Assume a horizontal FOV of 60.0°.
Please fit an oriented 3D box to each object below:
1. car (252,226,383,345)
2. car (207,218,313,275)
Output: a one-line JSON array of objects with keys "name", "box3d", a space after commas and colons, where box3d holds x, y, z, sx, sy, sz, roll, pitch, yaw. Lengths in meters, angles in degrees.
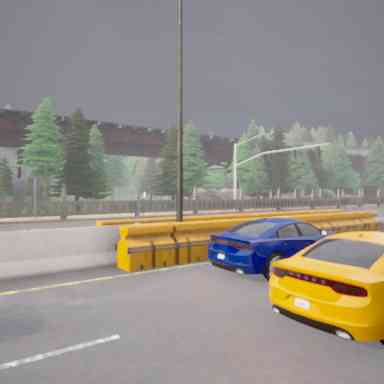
[{"name": "car", "box3d": [3.646, 1.504, 6.352, 5.008, 1.535, 1.882, 0, 0, -35]}, {"name": "car", "box3d": [2.763, 1.510, 10.023, 5.008, 1.535, 1.882, 0, 0, -36]}]
